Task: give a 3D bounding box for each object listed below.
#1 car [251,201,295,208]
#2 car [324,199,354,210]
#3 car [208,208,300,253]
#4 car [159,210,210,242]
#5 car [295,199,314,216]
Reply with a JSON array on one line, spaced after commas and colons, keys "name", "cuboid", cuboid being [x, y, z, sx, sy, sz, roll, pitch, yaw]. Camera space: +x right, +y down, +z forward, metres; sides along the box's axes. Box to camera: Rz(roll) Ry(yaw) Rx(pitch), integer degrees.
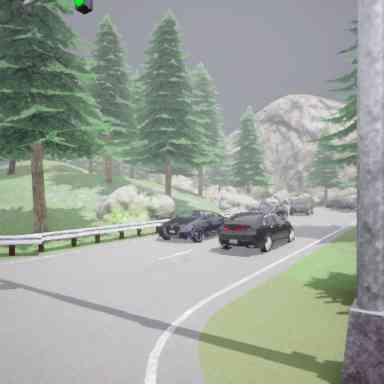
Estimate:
[{"name": "car", "cuboid": [5.687, 1.514, 24.859, 2.128, 1.511, 4.902, 0, 0, 34]}, {"name": "car", "cuboid": [19.242, 1.595, 43.577, 2.033, 1.411, 5.357, 0, 0, -2]}, {"name": "car", "cuboid": [2.829, 1.592, 13.993, 1.837, 1.490, 4.892, 0, -1, 33]}, {"name": "car", "cuboid": [0.210, 1.581, 16.558, 1.994, 1.385, 4.181, 0, 0, 33]}, {"name": "car", "cuboid": [11.096, 1.532, 33.528, 1.837, 1.490, 4.892, 0, 0, 26]}]
